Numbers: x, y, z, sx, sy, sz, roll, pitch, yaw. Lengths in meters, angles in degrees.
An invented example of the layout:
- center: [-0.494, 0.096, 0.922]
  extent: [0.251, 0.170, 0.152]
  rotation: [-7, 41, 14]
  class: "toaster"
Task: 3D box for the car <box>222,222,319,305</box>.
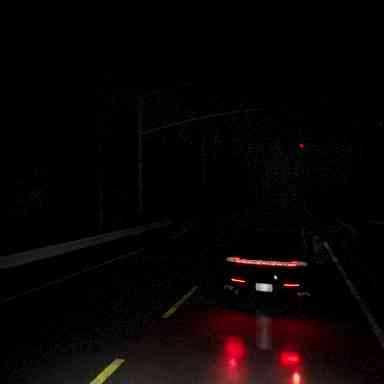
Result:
- center: [2.050, 1.491, 8.245]
  extent: [2.128, 1.511, 4.902]
  rotation: [0, 0, 18]
  class: "car"
